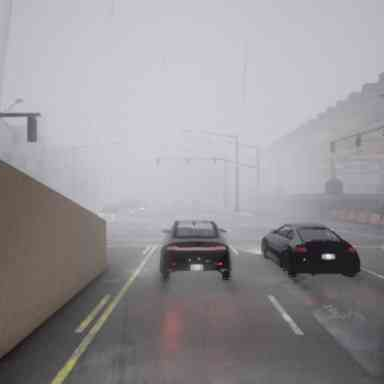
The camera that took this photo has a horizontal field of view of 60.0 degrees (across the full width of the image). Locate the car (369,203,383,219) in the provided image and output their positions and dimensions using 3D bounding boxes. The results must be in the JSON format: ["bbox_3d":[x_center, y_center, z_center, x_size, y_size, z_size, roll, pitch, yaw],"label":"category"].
[{"bbox_3d":[17.577,1.659,29.684,4.536,1.218,1.853,1,-1,-45],"label":"car"}]

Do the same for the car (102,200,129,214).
[{"bbox_3d":[-10.362,2.088,44.227,2.033,1.411,5.357,0,-1,2],"label":"car"}]

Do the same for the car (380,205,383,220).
[{"bbox_3d":[17.436,1.760,25.038,2.038,1.542,4.974,0,-1,-35],"label":"car"}]

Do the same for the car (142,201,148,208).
[{"bbox_3d":[-9.797,2.347,64.129,1.994,1.385,4.181,0,-1,2],"label":"car"}]

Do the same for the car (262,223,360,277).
[{"bbox_3d":[3.566,1.695,10.716,1.994,1.385,4.181,0,-1,0],"label":"car"}]

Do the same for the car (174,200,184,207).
[{"bbox_3d":[-2.662,2.405,68.269,2.033,1.411,5.357,0,-1,1],"label":"car"}]

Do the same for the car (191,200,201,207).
[{"bbox_3d":[0.837,2.400,68.182,2.033,1.411,5.357,0,-1,1],"label":"car"}]

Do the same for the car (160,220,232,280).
[{"bbox_3d":[0.080,1.619,10.363,2.128,1.511,4.902,0,-1,-1],"label":"car"}]

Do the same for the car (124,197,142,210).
[{"bbox_3d":[-10.105,1.883,54.161,2.150,2.045,5.566,0,-1,2],"label":"car"}]

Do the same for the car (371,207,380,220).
[{"bbox_3d":[17.541,1.816,29.645,4.974,1.542,2.038,1,-1,-45],"label":"car"}]
